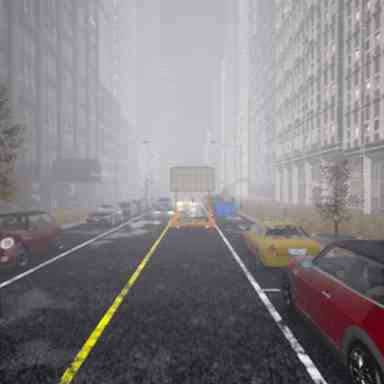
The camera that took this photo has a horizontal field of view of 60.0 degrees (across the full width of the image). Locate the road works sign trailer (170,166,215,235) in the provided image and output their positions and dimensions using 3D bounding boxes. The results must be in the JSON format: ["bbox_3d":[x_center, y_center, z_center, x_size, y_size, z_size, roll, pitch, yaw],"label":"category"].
[{"bbox_3d":[0.028,0.373,18.055,2.380,3.560,2.880,0,0,0],"label":"road works sign trailer"}]

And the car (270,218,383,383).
[{"bbox_3d":[2.685,1.414,4.945,1.967,1.590,4.097,-1,0,0],"label":"car"}]

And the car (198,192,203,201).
[{"bbox_3d":[2.720,1.209,67.464,2.008,1.369,4.403,-1,0,0],"label":"car"}]

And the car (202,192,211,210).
[{"bbox_3d":[2.702,1.118,39.045,2.192,1.841,5.009,-1,0,0],"label":"car"}]

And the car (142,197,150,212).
[{"bbox_3d":[-5.679,1.376,33.367,1.887,1.381,4.507,-1,0,0],"label":"car"}]

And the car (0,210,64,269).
[{"bbox_3d":[-5.693,1.386,10.633,1.967,1.590,4.097,-1,0,0],"label":"car"}]

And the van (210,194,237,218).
[{"bbox_3d":[2.696,1.201,27.678,1.690,1.788,3.998,-1,0,0],"label":"van"}]

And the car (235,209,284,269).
[{"bbox_3d":[2.689,1.470,10.798,1.752,1.417,4.829,-1,0,0],"label":"car"}]

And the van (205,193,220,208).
[{"bbox_3d":[2.705,1.115,44.729,1.690,1.788,3.998,-1,0,0],"label":"van"}]

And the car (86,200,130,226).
[{"bbox_3d":[-5.686,1.439,22.000,2.008,1.369,4.403,-1,0,0],"label":"car"}]

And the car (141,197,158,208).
[{"bbox_3d":[-5.673,1.356,44.735,1.802,1.307,4.206,-1,0,0],"label":"car"}]

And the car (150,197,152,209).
[{"bbox_3d":[-5.677,1.354,39.051,2.008,1.369,4.403,-1,0,0],"label":"car"}]

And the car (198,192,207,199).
[{"bbox_3d":[2.729,0.858,90.197,2.192,1.841,5.009,-1,0,0],"label":"car"}]

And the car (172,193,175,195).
[{"bbox_3d":[-5.655,1.183,78.836,1.802,1.307,4.206,-1,0,0],"label":"car"}]

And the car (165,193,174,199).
[{"bbox_3d":[-5.653,1.012,84.519,1.967,1.590,4.097,-1,0,0],"label":"car"}]

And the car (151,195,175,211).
[{"bbox_3d":[-3.074,1.338,37.131,1.812,1.442,4.674,0,0,0],"label":"car"}]

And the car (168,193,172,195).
[{"bbox_3d":[-5.661,1.210,67.468,2.008,1.369,4.403,-1,0,0],"label":"car"}]

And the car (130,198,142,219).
[{"bbox_3d":[-5.682,1.426,27.684,1.947,1.339,4.313,-1,0,0],"label":"car"}]
